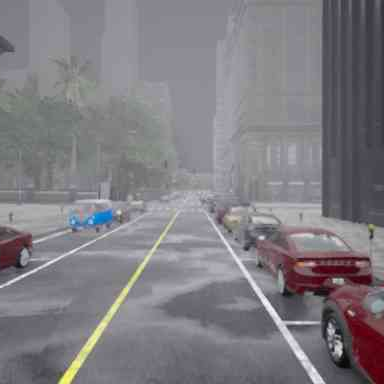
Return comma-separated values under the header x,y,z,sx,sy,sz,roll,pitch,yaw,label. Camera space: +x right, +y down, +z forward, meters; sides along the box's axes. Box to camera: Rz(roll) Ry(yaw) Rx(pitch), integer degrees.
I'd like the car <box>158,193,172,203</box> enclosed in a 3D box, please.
x,y,z,sx,sy,sz,roll,pitch,yaw,label
-5.784,1.520,67.498,2.008,1.369,4.403,0,0,0,car

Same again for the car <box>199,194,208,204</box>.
x,y,z,sx,sy,sz,roll,pitch,yaw,label
2.743,1.540,62.060,1.947,1.339,4.313,0,0,0,car

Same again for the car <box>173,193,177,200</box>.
x,y,z,sx,sy,sz,roll,pitch,yaw,label
-5.789,1.385,89.179,1.967,1.590,4.097,0,0,0,car

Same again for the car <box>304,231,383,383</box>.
x,y,z,sx,sy,sz,roll,pitch,yaw,label
2.757,1.440,3.072,1.967,1.590,4.097,0,0,0,car

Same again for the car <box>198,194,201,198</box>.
x,y,z,sx,sy,sz,roll,pitch,yaw,label
2.742,1.535,67.480,1.947,1.339,4.313,0,0,0,car

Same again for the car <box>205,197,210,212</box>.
x,y,z,sx,sy,sz,roll,pitch,yaw,label
2.750,1.557,35.623,1.947,1.339,4.313,0,0,0,car

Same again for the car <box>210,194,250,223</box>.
x,y,z,sx,sy,sz,roll,pitch,yaw,label
2.751,1.311,24.772,2.192,1.841,5.009,0,0,0,car

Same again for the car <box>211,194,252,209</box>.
x,y,z,sx,sy,sz,roll,pitch,yaw,label
5.532,1.312,47.147,5.566,2.045,2.150,1,0,0,car

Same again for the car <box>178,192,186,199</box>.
x,y,z,sx,sy,sz,roll,pitch,yaw,label
-3.026,1.039,95.165,2.150,2.045,5.566,0,0,0,car

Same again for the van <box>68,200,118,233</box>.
x,y,z,sx,sy,sz,roll,pitch,yaw,label
-5.772,1.338,19.360,1.690,1.788,3.998,0,0,0,van

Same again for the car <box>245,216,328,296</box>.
x,y,z,sx,sy,sz,roll,pitch,yaw,label
2.755,1.543,8.497,1.887,1.381,4.507,0,0,0,car

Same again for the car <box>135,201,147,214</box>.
x,y,z,sx,sy,sz,roll,pitch,yaw,label
-5.776,1.573,35.639,1.802,1.307,4.206,0,0,0,car

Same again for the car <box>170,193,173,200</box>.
x,y,z,sx,sy,sz,roll,pitch,yaw,label
-5.786,1.404,72.918,1.967,1.590,4.097,0,0,0,car

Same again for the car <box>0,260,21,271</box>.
x,y,z,sx,sy,sz,roll,pitch,yaw,label
-3.100,1.547,1.310,2.033,1.411,5.357,0,0,0,car

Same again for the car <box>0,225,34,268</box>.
x,y,z,sx,sy,sz,roll,pitch,yaw,label
-5.769,1.543,8.507,1.887,1.381,4.507,0,0,0,car

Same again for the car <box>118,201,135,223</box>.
x,y,z,sx,sy,sz,roll,pitch,yaw,label
-5.774,1.435,24.786,1.967,1.590,4.097,0,0,0,car

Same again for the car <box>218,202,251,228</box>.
x,y,z,sx,sy,sz,roll,pitch,yaw,label
2.754,1.522,19.517,1.752,1.417,4.829,0,0,0,car

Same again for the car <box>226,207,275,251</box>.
x,y,z,sx,sy,sz,roll,pitch,yaw,label
2.755,1.548,13.922,2.008,1.369,4.403,0,0,0,car
